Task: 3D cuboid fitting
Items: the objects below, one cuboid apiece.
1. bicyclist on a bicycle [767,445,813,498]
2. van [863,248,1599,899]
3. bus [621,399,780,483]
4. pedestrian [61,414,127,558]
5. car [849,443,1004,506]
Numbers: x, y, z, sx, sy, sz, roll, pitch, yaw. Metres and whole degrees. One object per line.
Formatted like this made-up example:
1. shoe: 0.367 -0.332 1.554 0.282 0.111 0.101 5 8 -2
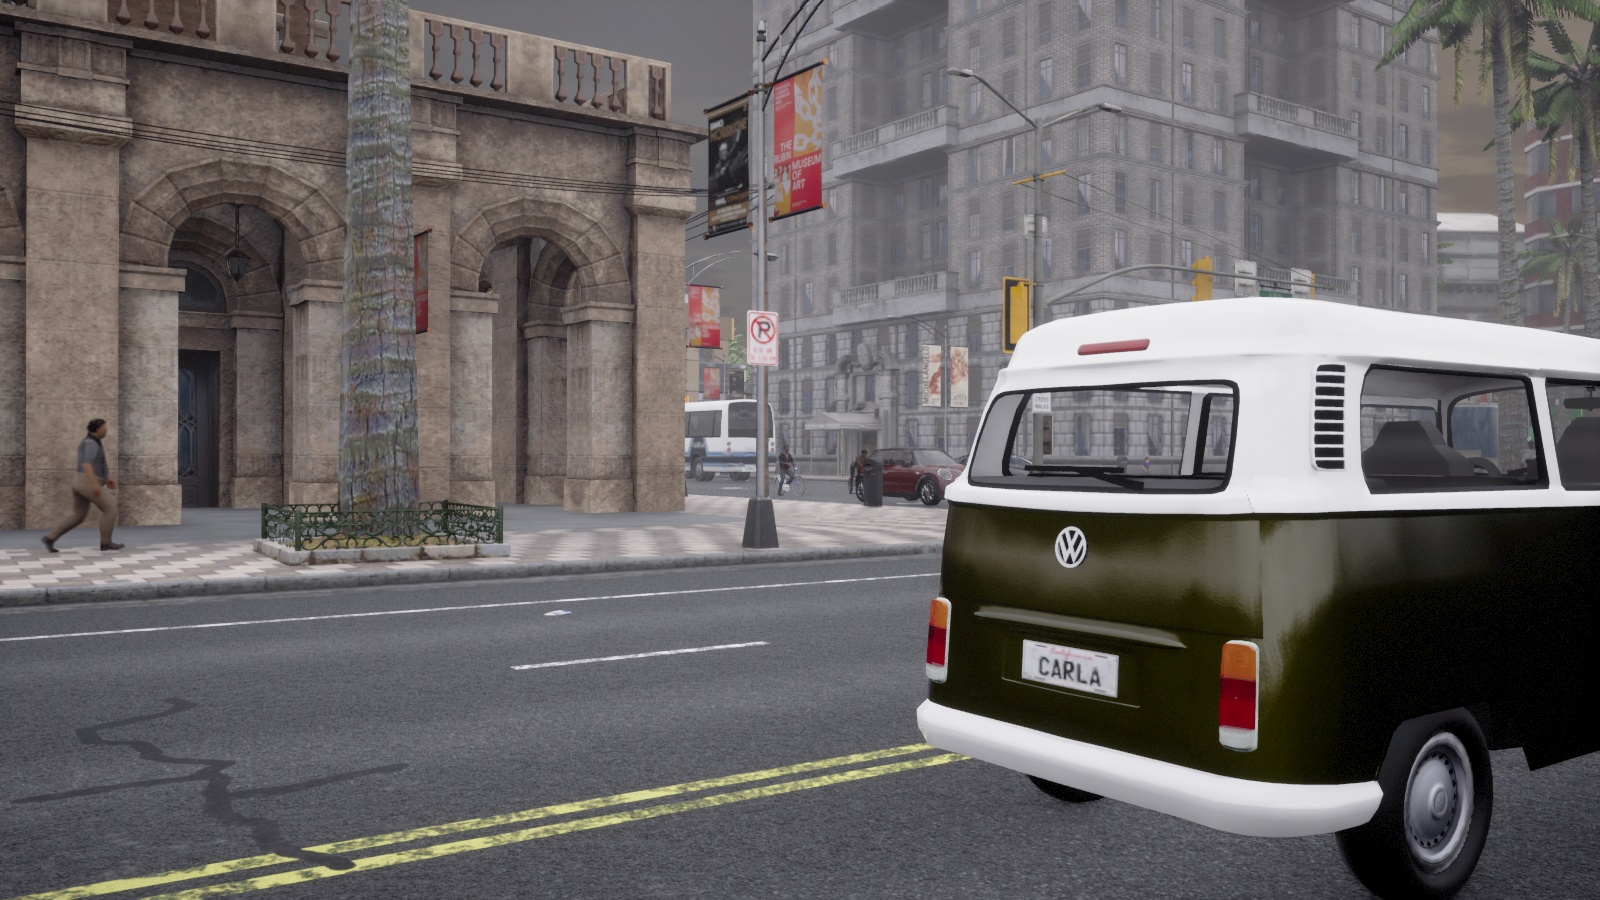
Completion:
1. bicyclist on a bicycle: -0.353 0.721 42.982 0.659 1.776 1.843 0 0 -35
2. van: 2.684 0.476 5.517 4.480 2.038 2.069 0 0 -35
3. bus: -5.665 -0.451 68.777 3.944 4.253 10.273 0 0 -36
4. pedestrian: -9.320 0.462 16.572 0.694 1.848 0.540 0 0 -36
5. car: 3.674 0.687 37.230 2.097 1.767 4.553 0 0 -35
